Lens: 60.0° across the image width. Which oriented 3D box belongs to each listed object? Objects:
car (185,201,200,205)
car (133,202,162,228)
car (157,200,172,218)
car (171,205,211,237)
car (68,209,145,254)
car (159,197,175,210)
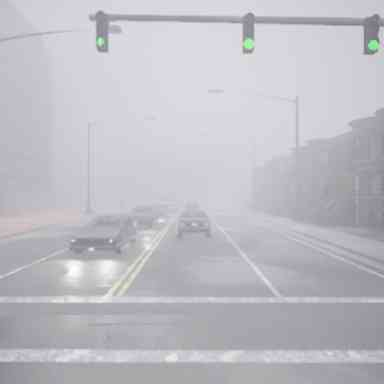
[{"bbox_3d":[0.033,1.922,45.953,1.882,1.535,5.008,0,0,0],"label":"car"},{"bbox_3d":[-3.556,1.739,24.135,1.837,1.490,4.892,0,-1,0],"label":"car"},{"bbox_3d":[-3.484,1.881,34.458,2.033,1.411,5.357,0,-1,0],"label":"car"},{"bbox_3d":[0.109,1.736,19.457,2.033,1.411,5.357,0,-1,0],"label":"car"},{"bbox_3d":[-3.589,1.689,14.526,2.033,1.411,5.357,0,-1,0],"label":"car"},{"bbox_3d":[-3.479,1.655,44.823,2.150,2.045,5.566,0,-1,0],"label":"car"}]
